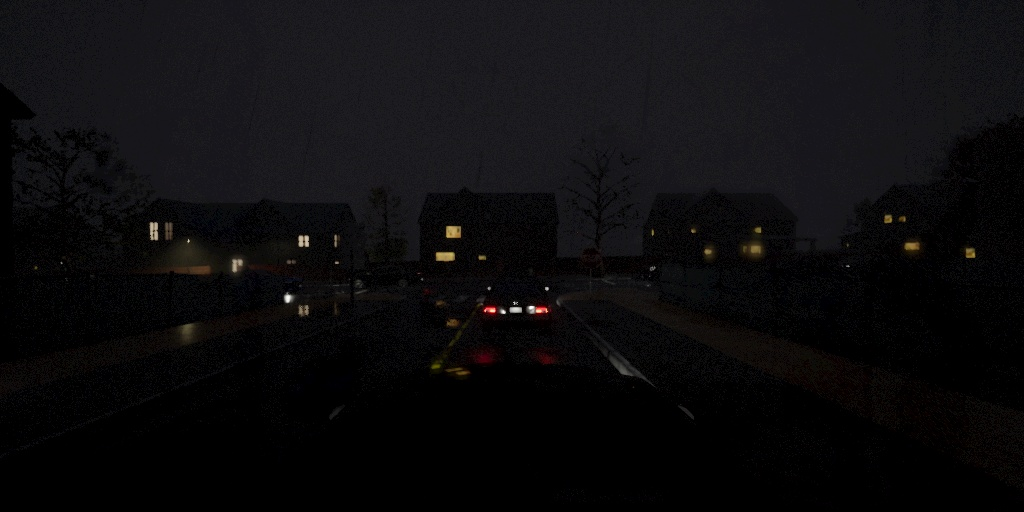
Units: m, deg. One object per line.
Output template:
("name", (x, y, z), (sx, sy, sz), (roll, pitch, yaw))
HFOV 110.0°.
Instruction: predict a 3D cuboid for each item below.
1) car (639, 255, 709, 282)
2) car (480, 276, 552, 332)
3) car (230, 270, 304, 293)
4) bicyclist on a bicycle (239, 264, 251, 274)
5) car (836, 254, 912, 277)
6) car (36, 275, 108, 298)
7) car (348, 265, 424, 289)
("car", (10.996, 0.767, 24.096), (4.553, 1.767, 2.097), (-1, 1, 0))
("car", (0.168, 1.293, 10.797), (2.033, 1.411, 5.357), (0, 0, 2))
("car", (-15.026, 1.552, 21.203), (5.008, 1.535, 1.882), (-1, 1, 0))
("bicyclist on a bicycle", (-20.076, 1.405, 27.061), (0.582, 1.620, 1.656), (-1, 1, 0))
("car", (23.919, 0.602, 24.063), (4.902, 1.511, 2.128), (-1, 1, 0))
("car", (-25.135, 1.839, 21.227), (4.674, 1.442, 1.812), (-1, 1, 0))
("car", (-8.466, 1.379, 24.141), (4.892, 1.490, 1.837), (-1, 1, 0))
